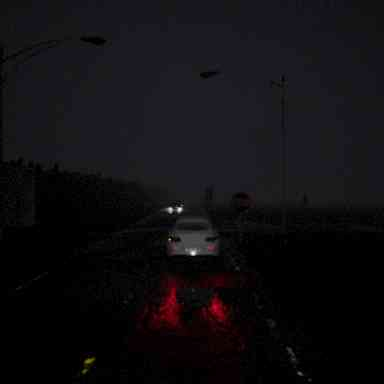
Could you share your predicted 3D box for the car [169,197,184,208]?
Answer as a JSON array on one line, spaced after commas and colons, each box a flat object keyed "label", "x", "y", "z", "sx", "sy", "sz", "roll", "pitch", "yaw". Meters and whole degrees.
[{"label": "car", "x": -2.799, "y": 1.940, "z": 56.541, "sx": 1.895, "sy": 1.301, "sz": 4.718, "roll": 0, "pitch": 0, "yaw": 0}]

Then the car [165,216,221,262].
[{"label": "car", "x": 0.052, "y": 1.604, "z": 12.306, "sx": 1.812, "sy": 1.442, "sz": 4.674, "roll": 0, "pitch": 0, "yaw": 0}]

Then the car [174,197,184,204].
[{"label": "car", "x": -2.739, "y": 1.857, "z": 72.567, "sx": 1.994, "sy": 1.385, "sz": 4.181, "roll": 0, "pitch": 0, "yaw": 0}]
